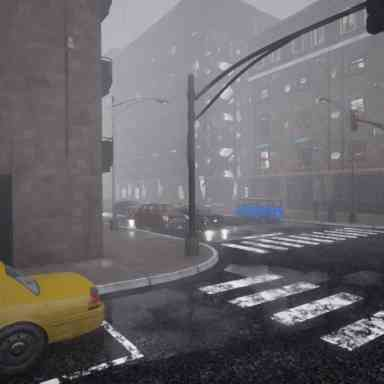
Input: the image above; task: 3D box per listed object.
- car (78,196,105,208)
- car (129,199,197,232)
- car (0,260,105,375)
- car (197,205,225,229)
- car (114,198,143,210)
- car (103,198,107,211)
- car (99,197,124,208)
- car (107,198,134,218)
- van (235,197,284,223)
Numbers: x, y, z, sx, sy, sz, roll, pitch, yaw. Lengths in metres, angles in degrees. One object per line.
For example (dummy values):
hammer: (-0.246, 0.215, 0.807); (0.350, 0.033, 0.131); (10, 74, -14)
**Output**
car: (-14.270, 1.429, 46.997); (2.128, 1.511, 4.902); (-1, 0, -36)
car: (-1.834, 1.440, 20.021); (1.967, 1.590, 4.097); (0, 0, -36)
car: (-3.566, 1.525, 4.024); (4.829, 1.417, 1.752); (0, 0, -35)
car: (0.231, 1.545, 21.584); (1.994, 1.385, 4.181); (-1, 0, -36)
car: (-8.308, 1.463, 43.265); (1.887, 1.381, 4.507); (-1, 0, -36)
car: (-11.544, 1.452, 37.874); (2.128, 1.511, 4.902); (-1, 0, -36)
car: (-11.626, 1.463, 47.852); (1.887, 1.381, 4.507); (-1, 0, -36)
car: (-5.604, 1.493, 29.650); (1.812, 1.442, 4.674); (-1, 0, -36)
van: (4.967, 1.280, 24.917); (1.690, 1.788, 3.998); (0, 0, -36)
